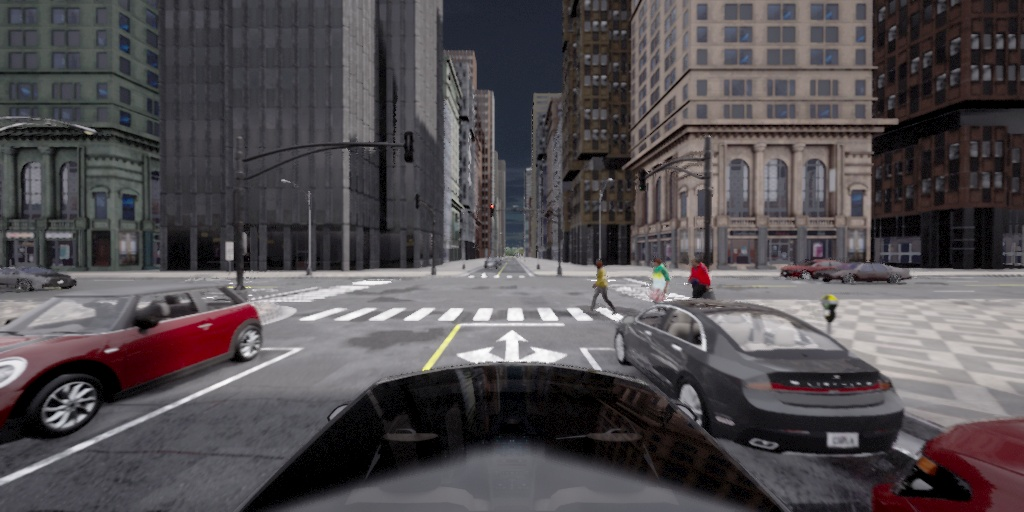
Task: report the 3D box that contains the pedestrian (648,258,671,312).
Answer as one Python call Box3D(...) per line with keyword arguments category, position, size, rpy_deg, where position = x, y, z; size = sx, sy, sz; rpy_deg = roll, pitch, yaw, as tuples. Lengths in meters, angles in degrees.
Box3D(category="pedestrian", position=(4.389, 0.891, 10.649), size=(0.375, 1.860, 0.375), rpy_deg=(0, 0, 0))

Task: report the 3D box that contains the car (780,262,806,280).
Box3D(category="car", position=(23.229, 1.037, 27.239), size=(5.008, 1.535, 1.882), rpy_deg=(0, 0, 0))

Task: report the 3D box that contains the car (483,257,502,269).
Box3D(category="car", position=(-2.902, 1.050, 50.298), size=(2.128, 1.511, 4.902), rpy_deg=(0, 0, 1))

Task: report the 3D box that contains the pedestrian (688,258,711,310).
Box3D(category="pedestrian", position=(5.870, 0.856, 11.248), size=(0.375, 1.860, 0.375), rpy_deg=(0, 0, 0))

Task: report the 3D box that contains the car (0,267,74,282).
Box3D(category="car", position=(-27.916, 1.320, 20.589), size=(4.181, 1.385, 1.994), rpy_deg=(0, 0, 0))

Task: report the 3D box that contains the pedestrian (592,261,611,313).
Box3D(category="pedestrian", position=(2.946, 1.003, 11.852), size=(0.375, 1.860, 0.375), rpy_deg=(0, 0, 0))

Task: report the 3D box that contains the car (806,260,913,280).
Box3D(category="car", position=(23.339, 1.133, 23.990), size=(5.357, 1.411, 2.033), rpy_deg=(0, 0, 0))

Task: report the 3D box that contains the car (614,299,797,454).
Box3D(category="car", position=(2.764, 1.286, 5.175), size=(2.007, 1.370, 4.403), rpy_deg=(0, 0, 0))

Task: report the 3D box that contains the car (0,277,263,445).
Box3D(category="car", position=(-5.761, 1.176, 5.178), size=(1.967, 1.591, 4.097), rpy_deg=(0, 0, 0))
